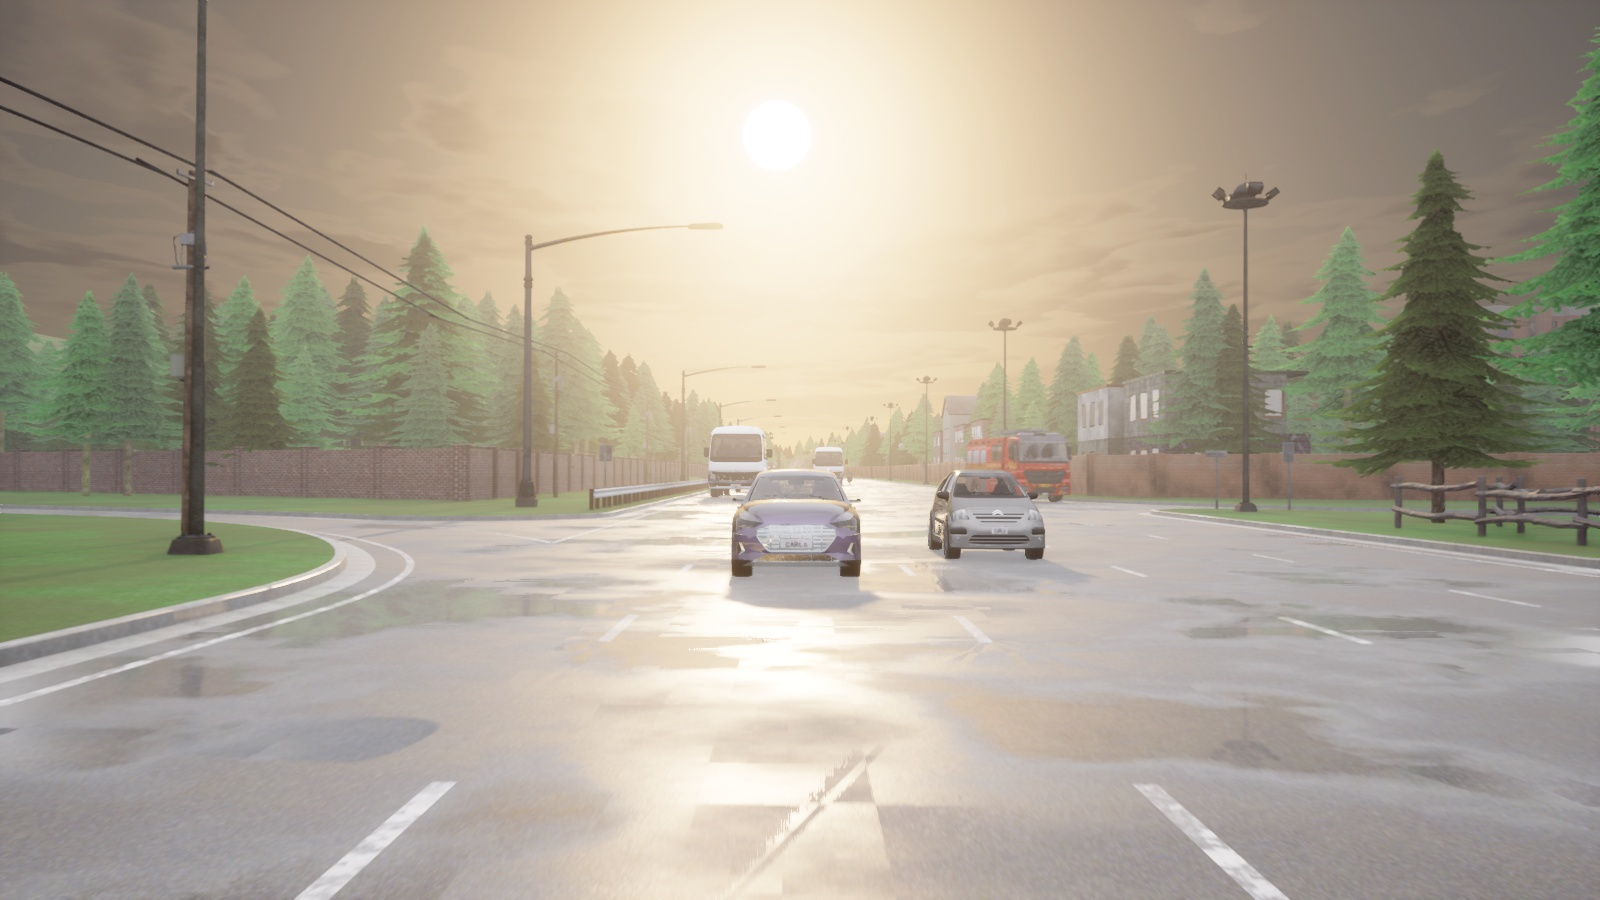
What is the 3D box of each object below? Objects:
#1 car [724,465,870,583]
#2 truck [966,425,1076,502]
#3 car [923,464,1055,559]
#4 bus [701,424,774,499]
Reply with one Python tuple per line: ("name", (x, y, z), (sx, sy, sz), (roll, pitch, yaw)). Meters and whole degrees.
("car", (-0.050, 1.081, 20.058), (2.033, 1.649, 4.856), (0, -1, 0))
("truck", (11.639, 0.726, 66.999), (2.891, 3.827, 8.468), (0, -1, -11))
("car", (3.442, 1.094, 23.563), (1.851, 1.617, 3.988), (0, -1, 0))
("bus", (-3.692, 0.739, 76.714), (3.944, 4.253, 10.273), (0, -1, 0))
